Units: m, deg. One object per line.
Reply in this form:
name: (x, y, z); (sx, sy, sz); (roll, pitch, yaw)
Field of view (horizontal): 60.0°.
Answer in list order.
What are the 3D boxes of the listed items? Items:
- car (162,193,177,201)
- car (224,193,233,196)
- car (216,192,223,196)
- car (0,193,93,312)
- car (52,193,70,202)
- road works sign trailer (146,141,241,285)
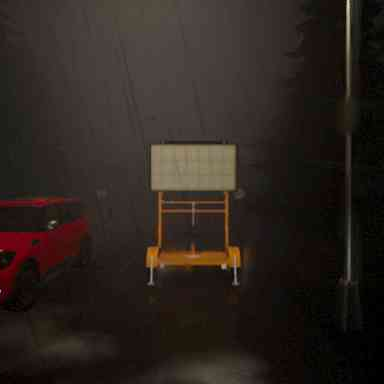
car: (-3.842, 0.930, 56.276); (2.097, 1.767, 4.553); (0, 0, 4)
car: (11.321, 0.823, 92.990); (1.853, 1.218, 4.536); (0, 0, 30)
car: (8.551, 0.734, 93.385); (3.633, 1.501, 1.845); (0, 0, 11)
car: (-4.072, 1.162, 7.897); (2.150, 2.045, 5.566); (0, 0, 0)
car: (-23.775, 0.953, 60.505); (1.845, 1.501, 3.633); (0, 0, 0)
road works sign trailer: (0.037, 0.394, 9.253); (2.380, 3.560, 2.880); (0, 0, 0)
